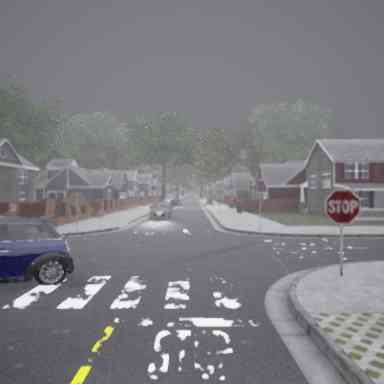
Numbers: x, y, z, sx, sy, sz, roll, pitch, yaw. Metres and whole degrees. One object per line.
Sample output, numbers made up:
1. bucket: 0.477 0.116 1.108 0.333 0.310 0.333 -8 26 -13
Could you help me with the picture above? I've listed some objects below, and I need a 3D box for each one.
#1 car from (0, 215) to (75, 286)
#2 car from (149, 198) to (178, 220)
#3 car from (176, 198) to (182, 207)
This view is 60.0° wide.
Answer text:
1. car: -5.284 1.356 7.975 4.553 1.767 2.097 4 -1 -36
2. car: -2.679 1.594 29.767 2.128 1.511 4.902 0 0 0
3. car: -2.618 1.742 55.051 1.994 1.385 4.181 0 0 0
